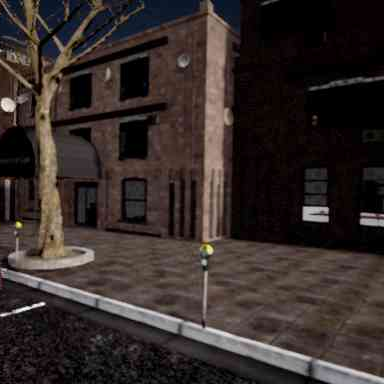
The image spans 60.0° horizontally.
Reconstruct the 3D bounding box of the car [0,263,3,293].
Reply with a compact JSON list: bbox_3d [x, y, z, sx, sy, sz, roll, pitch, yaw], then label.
[{"bbox_3d":[-5.467,1.514,6.809,4.206,1.307,1.802,1,1,36],"label":"car"}]
